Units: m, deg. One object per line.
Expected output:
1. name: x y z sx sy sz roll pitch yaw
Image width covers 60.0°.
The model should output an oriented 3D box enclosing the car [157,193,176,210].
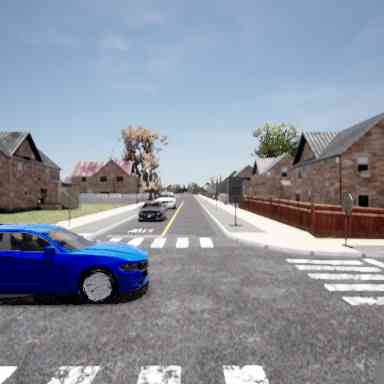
1. car: -3.145 1.155 41.803 2.150 2.045 5.566 0 0 0

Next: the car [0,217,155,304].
1. car: -3.487 1.469 7.477 5.008 1.535 1.882 0 0 -1

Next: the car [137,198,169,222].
1. car: -3.036 1.463 25.903 1.837 1.490 4.892 0 0 0
